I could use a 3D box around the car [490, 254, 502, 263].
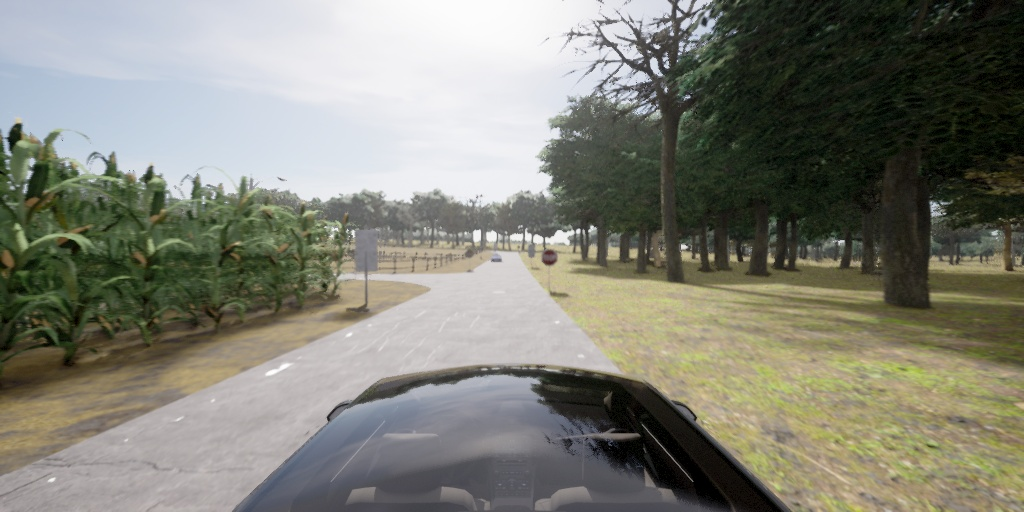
[{"bbox_3d":[-2.754,0.363,62.872,1.812,1.442,4.674,0,2,0],"label":"car"}]
